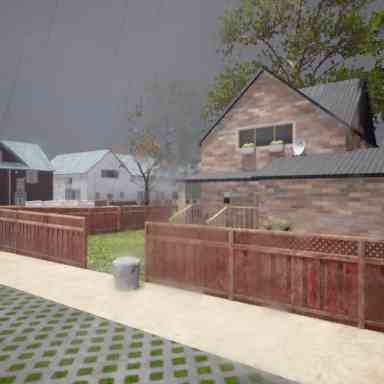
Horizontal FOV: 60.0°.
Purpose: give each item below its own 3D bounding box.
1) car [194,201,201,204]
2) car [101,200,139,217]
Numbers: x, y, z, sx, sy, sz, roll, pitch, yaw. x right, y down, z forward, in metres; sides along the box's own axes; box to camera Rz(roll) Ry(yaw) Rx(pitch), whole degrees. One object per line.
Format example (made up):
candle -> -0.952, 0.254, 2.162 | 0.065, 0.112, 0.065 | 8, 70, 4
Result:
car -> 1.442, 1.845, 42.418 | 2.128, 1.511, 4.902 | 0, 0, 37
car -> -6.915, 1.574, 31.276 | 2.097, 1.767, 4.553 | 0, 0, 37
